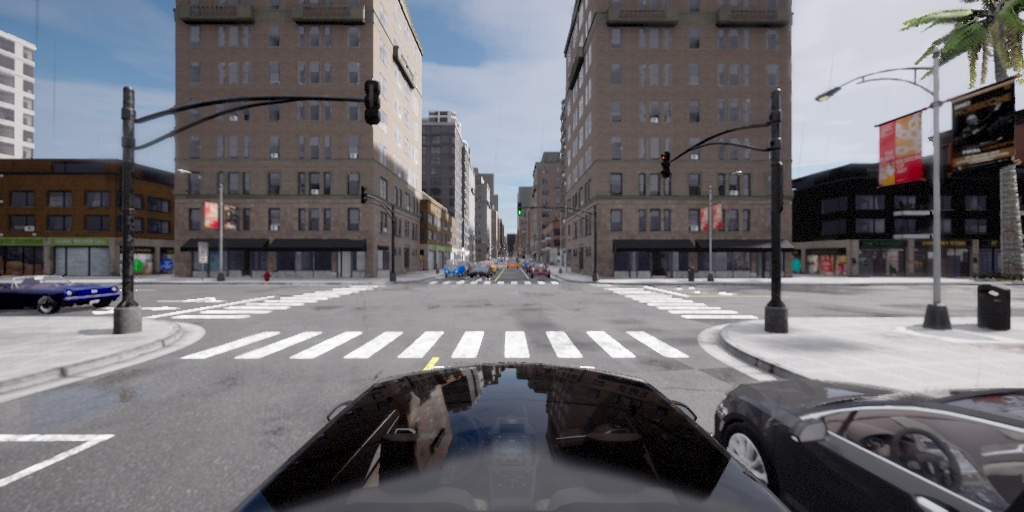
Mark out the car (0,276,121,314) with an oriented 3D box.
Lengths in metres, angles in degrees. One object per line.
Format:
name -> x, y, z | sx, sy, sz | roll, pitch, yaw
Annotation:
car -> -17.756, 1.388, 13.345 | 4.718, 1.301, 1.895 | 0, 0, 0

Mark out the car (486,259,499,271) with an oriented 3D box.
car -> -2.996, 1.454, 46.082 | 1.882, 1.535, 5.008 | 0, 0, 0

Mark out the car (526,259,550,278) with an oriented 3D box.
car -> 2.747, 1.365, 36.168 | 1.967, 1.591, 4.097 | 0, 0, 0

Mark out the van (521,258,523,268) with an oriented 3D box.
van -> 2.804, 1.380, 58.845 | 1.690, 1.789, 3.998 | 0, 0, 0

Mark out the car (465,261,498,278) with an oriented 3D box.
car -> -2.993, 1.474, 36.380 | 2.033, 1.411, 5.357 | 0, 0, 4

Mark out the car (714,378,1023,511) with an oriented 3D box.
car -> 2.669, 1.299, 1.518 | 2.007, 1.370, 4.403 | 0, 0, 0

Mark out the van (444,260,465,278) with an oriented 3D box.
van -> -5.779, 1.266, 36.187 | 1.690, 1.789, 3.998 | 0, 0, 0

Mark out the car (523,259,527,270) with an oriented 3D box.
car -> 2.776, 1.423, 47.506 | 1.967, 1.591, 4.097 | 0, 0, 0

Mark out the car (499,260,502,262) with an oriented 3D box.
car -> -2.963, 1.627, 56.000 | 1.895, 1.301, 4.718 | 0, 0, 0
